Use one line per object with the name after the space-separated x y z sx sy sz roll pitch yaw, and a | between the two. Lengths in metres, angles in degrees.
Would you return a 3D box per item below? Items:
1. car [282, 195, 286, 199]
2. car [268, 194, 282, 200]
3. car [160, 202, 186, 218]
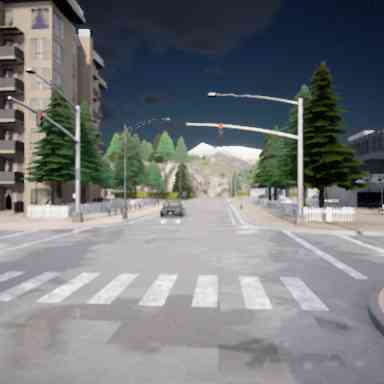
24.258 1.446 90.311 1.970 1.475 3.806 0 0 5 | car
20.564 1.430 83.218 1.845 1.501 3.633 0 0 5 | car
-1.666 1.594 30.127 1.994 1.385 4.181 0 0 5 | car
